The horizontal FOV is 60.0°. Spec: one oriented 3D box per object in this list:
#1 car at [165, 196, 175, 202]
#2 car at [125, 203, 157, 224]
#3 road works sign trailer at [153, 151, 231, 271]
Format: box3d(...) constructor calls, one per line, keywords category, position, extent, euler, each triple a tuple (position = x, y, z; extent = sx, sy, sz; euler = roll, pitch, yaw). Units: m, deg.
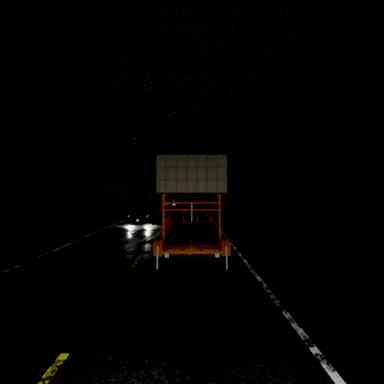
box3d(category="car", position=(-4.304, 1.480, 65.434), extent=(1.882, 1.535, 5.008), euler=(0, 0, -1))
box3d(category="car", position=(-3.730, 1.545, 25.308), extent=(2.033, 1.411, 5.357), euler=(0, 0, -1))
box3d(category="road works sign trailer", position=(-0.009, 0.462, 10.937), extent=(2.380, 3.560, 2.880), euler=(0, 0, -1))
